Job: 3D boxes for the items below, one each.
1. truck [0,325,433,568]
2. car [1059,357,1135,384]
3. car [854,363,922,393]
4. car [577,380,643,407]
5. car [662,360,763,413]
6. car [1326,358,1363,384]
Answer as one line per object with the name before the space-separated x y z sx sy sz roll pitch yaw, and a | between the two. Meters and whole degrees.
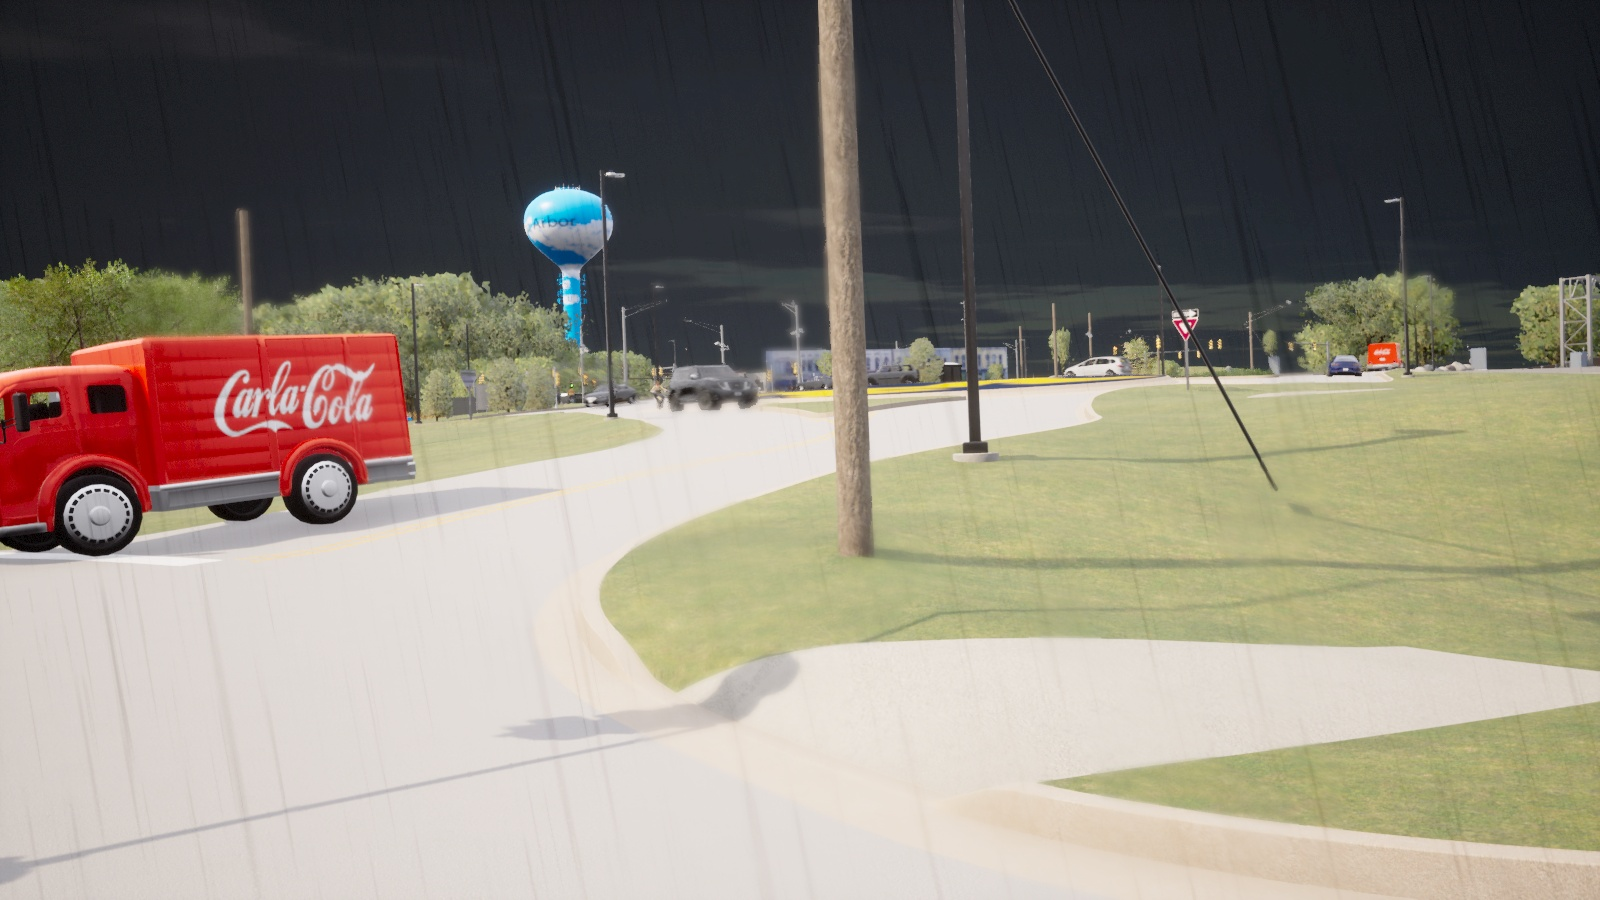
truck | -7.764 -0.207 15.916 2.627 2.467 5.204 -1 4 39
car | 20.460 -5.473 86.535 4.611 1.667 2.242 1 2 39
car | 6.331 -5.214 90.803 4.605 1.855 1.932 -3 1 -3
car | -12.963 -3.864 86.089 2.128 1.511 4.902 0 6 24
car | -3.859 -2.709 54.238 2.150 2.045 5.566 -2 1 -29
car | 33.228 -4.791 76.710 1.812 1.442 4.674 3 4 21
